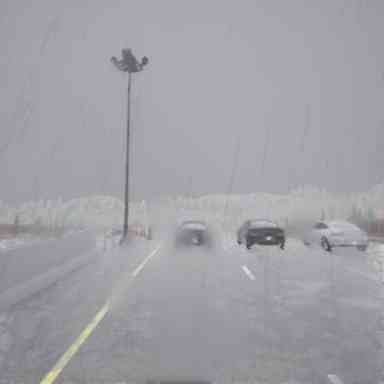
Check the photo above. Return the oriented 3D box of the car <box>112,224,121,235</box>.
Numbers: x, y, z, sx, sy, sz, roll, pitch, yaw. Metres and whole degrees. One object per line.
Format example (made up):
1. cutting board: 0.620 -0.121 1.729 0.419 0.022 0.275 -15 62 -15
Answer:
1. car: -10.547 5.653 50.008 2.097 1.767 4.553 0 -7 1

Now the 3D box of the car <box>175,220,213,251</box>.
1. car: 0.102 2.193 17.183 1.812 1.442 4.674 0 -4 0

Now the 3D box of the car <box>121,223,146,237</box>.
1. car: -7.073 4.690 41.791 2.097 1.767 4.553 0 -7 0

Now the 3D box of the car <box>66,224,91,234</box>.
1. car: -14.073 4.791 41.468 2.128 1.511 4.902 0 -7 0

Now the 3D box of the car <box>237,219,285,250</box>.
1. car: 3.602 2.216 18.101 1.882 1.535 5.008 0 -4 0

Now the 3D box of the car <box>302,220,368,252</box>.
1. car: 7.102 2.170 16.859 1.812 1.442 4.674 0 -4 0
